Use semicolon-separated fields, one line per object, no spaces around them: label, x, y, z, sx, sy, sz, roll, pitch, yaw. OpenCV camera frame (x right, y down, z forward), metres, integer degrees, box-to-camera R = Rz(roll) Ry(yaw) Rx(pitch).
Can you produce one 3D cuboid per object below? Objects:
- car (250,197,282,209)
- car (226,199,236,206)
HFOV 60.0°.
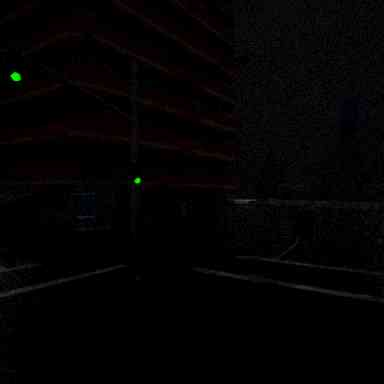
car;10.957;1.678;48.219;1.812;1.442;4.674;0;0;-28
car;5.135;1.788;56.784;4.718;1.301;1.895;0;0;44
